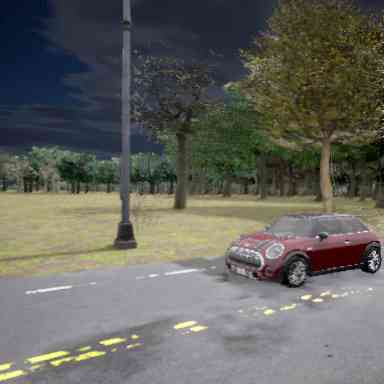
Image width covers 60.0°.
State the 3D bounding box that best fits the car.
[{"bbox_3d":[3.185,1.392,9.394,4.553,1.767,2.097,0,0,-29],"label":"car"}]
